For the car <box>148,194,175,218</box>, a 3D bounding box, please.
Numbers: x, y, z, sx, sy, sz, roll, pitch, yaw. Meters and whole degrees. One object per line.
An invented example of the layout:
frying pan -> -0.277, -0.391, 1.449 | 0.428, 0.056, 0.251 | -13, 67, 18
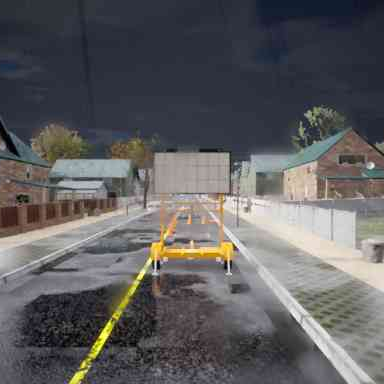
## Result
car -> -2.744, 1.227, 30.799 | 2.150, 2.045, 5.566 | 0, 0, 0

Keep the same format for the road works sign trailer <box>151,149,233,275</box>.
road works sign trailer -> 0.002, 0.467, 10.417 | 2.380, 3.560, 2.880 | 0, 0, 0
